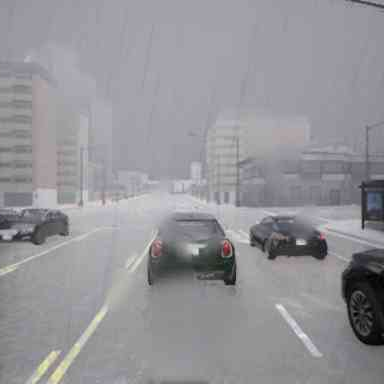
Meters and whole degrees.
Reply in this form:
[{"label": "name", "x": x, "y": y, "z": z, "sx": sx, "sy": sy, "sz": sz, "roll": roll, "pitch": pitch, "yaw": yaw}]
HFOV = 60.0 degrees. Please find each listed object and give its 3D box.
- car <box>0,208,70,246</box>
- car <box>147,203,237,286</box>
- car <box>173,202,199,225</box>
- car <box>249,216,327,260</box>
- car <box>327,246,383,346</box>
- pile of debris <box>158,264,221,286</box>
[{"label": "car", "x": -7.242, "y": 1.511, "z": 15.416, "sx": 2.128, "sy": 1.511, "sz": 4.902, "roll": 0, "pitch": 0, "yaw": -1}, {"label": "car", "x": -0.023, "y": 1.362, "z": 9.589, "sx": 2.097, "sy": 1.767, "sz": 4.553, "roll": 0, "pitch": 0, "yaw": -1}, {"label": "car", "x": -0.501, "y": 1.565, "z": 25.241, "sx": 1.812, "sy": 1.442, "sz": 4.674, "roll": 0, "pitch": 0, "yaw": -2}, {"label": "car", "x": 3.428, "y": 1.577, "z": 12.577, "sx": 1.994, "sy": 1.385, "sz": 4.181, "roll": 0, "pitch": 0, "yaw": -1}, {"label": "car", "x": 3.560, "y": 1.224, "z": 3.225, "sx": 2.150, "sy": 2.045, "sz": 5.566, "roll": 0, "pitch": 0, "yaw": 0}, {"label": "pile of debris", "x": -0.068, "y": 2.185, "z": 8.884, "sx": 1.500, "sy": 0.140, "sz": 1.860, "roll": 0, "pitch": 0, "yaw": -1}]
